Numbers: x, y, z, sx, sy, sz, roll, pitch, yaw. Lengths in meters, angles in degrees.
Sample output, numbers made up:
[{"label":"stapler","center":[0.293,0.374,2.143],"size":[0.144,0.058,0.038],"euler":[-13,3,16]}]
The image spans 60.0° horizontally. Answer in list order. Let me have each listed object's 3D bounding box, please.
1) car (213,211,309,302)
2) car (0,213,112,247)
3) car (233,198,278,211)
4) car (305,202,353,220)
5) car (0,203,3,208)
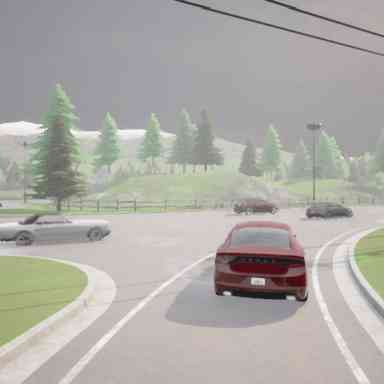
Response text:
[{"label":"car","center":[1.788,1.477,8.459],"size":[1.882,1.535,5.008],"euler":[0,0,14]},{"label":"car","center":[-6.087,1.599,15.014],"size":[4.718,1.301,1.895],"euler":[0,0,-28]},{"label":"car","center":[6.481,1.349,33.521],"size":[4.553,1.767,2.097],"euler":[0,0,-28]},{"label":"car","center":[11.697,1.561,28.356],"size":[4.181,1.385,1.994],"euler":[0,0,-28]},{"label":"car","center":[-25.848,1.543,41.374],"size":[2.033,1.411,5.357],"euler":[0,0,2]}]
